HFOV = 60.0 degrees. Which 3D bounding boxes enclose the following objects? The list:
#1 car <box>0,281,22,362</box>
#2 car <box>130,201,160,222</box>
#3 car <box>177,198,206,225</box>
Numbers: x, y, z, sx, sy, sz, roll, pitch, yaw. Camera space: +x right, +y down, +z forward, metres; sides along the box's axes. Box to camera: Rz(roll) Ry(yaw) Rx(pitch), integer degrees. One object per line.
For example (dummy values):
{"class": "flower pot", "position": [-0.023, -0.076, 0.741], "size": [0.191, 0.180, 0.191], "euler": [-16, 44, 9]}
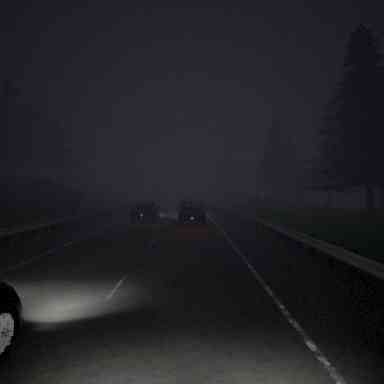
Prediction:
{"class": "car", "position": [-3.406, 1.498, 2.940], "size": [1.837, 1.490, 4.892], "euler": [0, 0, 0]}
{"class": "car", "position": [-3.577, 1.434, 25.782], "size": [2.128, 1.511, 4.902], "euler": [0, 0, -1]}
{"class": "car", "position": [-0.029, 1.442, 23.329], "size": [2.128, 1.511, 4.902], "euler": [0, 0, -1]}
